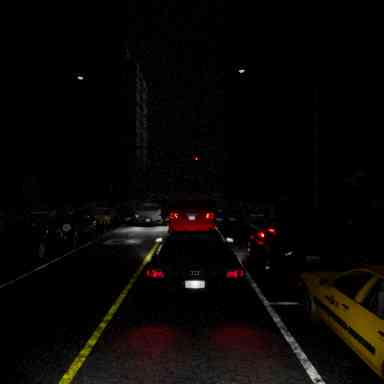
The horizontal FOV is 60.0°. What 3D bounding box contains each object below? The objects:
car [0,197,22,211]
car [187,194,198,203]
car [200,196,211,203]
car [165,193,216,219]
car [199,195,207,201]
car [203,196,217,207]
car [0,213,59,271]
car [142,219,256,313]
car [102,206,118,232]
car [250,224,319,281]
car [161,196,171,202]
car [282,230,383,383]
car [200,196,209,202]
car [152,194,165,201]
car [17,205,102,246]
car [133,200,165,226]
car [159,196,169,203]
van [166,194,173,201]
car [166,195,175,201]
[{"bbox_3d":[-17.490,1.235,31.990,5.357,1.411,2.033,1,0,0],"label":"car"},{"bbox_3d":[0.089,1.372,70.109,2.097,1.767,4.553,0,0,0],"label":"car"},{"bbox_3d":[2.751,1.570,68.816,2.008,1.369,4.403,0,0,0],"label":"car"},{"bbox_3d":[0.001,1.222,17.169,2.150,2.045,5.566,0,0,0],"label":"car"},{"bbox_3d":[2.748,1.555,85.299,1.752,1.417,4.829,0,0,0],"label":"car"},{"bbox_3d":[2.753,1.451,52.504,1.967,1.590,4.097,0,0,0],"label":"car"},{"bbox_3d":[-5.765,1.545,9.618,1.887,1.381,4.507,0,0,0],"label":"car"},{"bbox_3d":[0.058,1.564,7.749,1.994,1.385,4.181,0,0,0],"label":"car"},{"bbox_3d":[-5.767,1.526,20.362,1.752,1.417,4.829,0,0,0],"label":"car"},{"bbox_3d":[2.760,1.566,9.622,1.947,1.339,4.313,0,0,0],"label":"car"},{"bbox_3d":[-5.776,1.548,74.083,1.752,1.417,4.829,0,0,0],"label":"car"},{"bbox_3d":[2.761,1.525,4.335,1.752,1.417,4.829,0,0,0],"label":"car"},{"bbox_3d":[2.750,1.567,74.254,1.887,1.381,4.507,0,0,0],"label":"car"},{"bbox_3d":[-5.773,1.329,57.940,2.192,1.841,5.009,0,0,0],"label":"car"},{"bbox_3d":[-5.766,1.441,15.075,1.967,1.590,4.097,0,0,0],"label":"car"},{"bbox_3d":[-3.046,1.530,23.550,1.812,1.442,4.674,1,0,-6],"label":"car"},{"bbox_3d":[-5.775,1.601,68.815,1.802,1.307,4.206,0,0,0],"label":"car"},{"bbox_3d":[-5.778,1.371,85.128,1.690,1.788,3.998,0,0,0],"label":"van"},{"bbox_3d":[-5.778,1.585,90.566,2.008,1.369,4.403,0,0,0],"label":"car"}]
